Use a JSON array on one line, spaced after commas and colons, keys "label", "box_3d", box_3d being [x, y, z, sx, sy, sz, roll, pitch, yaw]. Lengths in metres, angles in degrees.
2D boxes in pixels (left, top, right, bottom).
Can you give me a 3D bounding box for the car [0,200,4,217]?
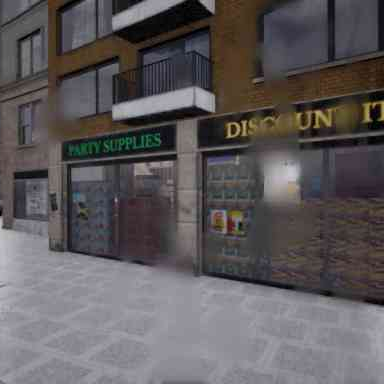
[{"label": "car", "box_3d": [-16.630, 1.351, 26.852, 1.882, 1.535, 5.008, 0, 1, 35]}]
